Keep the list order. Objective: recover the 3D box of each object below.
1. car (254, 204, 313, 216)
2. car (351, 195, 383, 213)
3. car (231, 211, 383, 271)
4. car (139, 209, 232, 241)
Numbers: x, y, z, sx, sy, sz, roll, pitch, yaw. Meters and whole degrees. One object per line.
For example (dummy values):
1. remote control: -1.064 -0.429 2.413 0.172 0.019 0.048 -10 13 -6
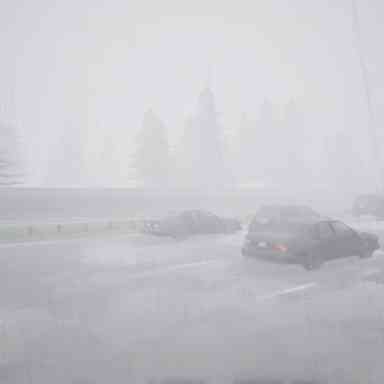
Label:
1. car: 4.850 1.357 15.801 4.553 1.767 2.097 0 0 -35
2. car: 15.560 1.231 27.736 5.566 2.045 2.150 0 0 -35
3. car: 4.053 1.551 10.934 5.357 1.411 2.033 0 0 -35
4. car: 0.052 1.551 16.679 5.357 1.411 2.033 0 0 -35
